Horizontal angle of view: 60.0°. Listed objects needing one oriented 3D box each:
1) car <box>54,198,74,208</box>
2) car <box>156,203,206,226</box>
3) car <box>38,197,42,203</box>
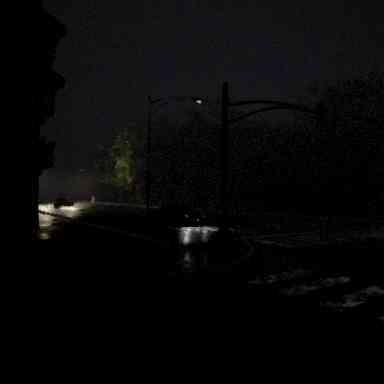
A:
[{"bbox_3d":[-19.424,1.595,50.444,2.033,1.411,5.357,1,-1,-34],"label":"car"},{"bbox_3d":[-0.909,1.529,23.473,1.812,1.442,4.674,1,0,-34],"label":"car"},{"bbox_3d":[-33.360,1.624,70.748,1.812,1.442,4.674,1,-1,-34],"label":"car"}]
